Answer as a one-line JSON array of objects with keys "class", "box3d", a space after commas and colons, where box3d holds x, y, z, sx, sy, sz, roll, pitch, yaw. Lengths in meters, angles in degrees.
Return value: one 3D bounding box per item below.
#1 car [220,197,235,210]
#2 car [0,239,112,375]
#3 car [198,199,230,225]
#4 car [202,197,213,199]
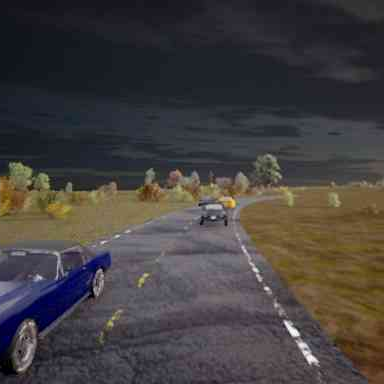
[{"class": "car", "box3d": [4.337, 1.344, 41.610, 1.882, 1.535, 5.008, 0, 0, 11]}, {"class": "car", "box3d": [-2.910, 1.587, 5.710, 1.895, 1.301, 4.718, 0, 0, 2]}, {"class": "car", "box3d": [1.623, 1.460, 23.639, 1.812, 1.442, 4.674, 0, 0, 6]}, {"class": "car", "box3d": [2.150, 1.394, 47.072, 2.033, 1.411, 5.357, 0, 0, 12]}]
